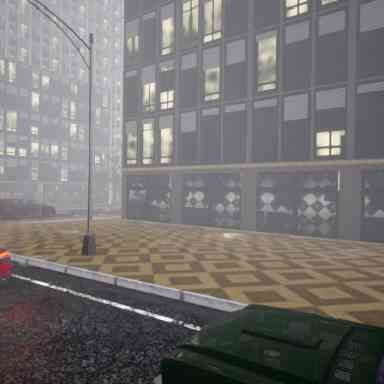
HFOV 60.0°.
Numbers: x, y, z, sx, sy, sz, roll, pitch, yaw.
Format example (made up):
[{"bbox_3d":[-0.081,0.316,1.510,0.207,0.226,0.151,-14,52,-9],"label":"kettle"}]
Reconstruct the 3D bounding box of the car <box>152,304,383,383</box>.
[{"bbox_3d":[1.983,1.601,2.272,4.718,1.301,1.895,0,0,35],"label":"car"}]

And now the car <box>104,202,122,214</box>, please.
[{"bbox_3d":[-8.100,1.829,39.188,1.752,1.417,4.829,1,0,36],"label":"car"}]

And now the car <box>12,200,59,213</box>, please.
[{"bbox_3d":[-18.396,1.641,39.327,1.752,1.417,4.829,1,0,36],"label":"car"}]

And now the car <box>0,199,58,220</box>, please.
[{"bbox_3d":[-14.875,1.518,29.960,2.192,1.841,5.009,1,0,36],"label":"car"}]

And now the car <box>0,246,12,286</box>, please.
[{"bbox_3d":[-6.128,1.521,8.018,4.674,1.442,1.812,0,0,35],"label":"car"}]
